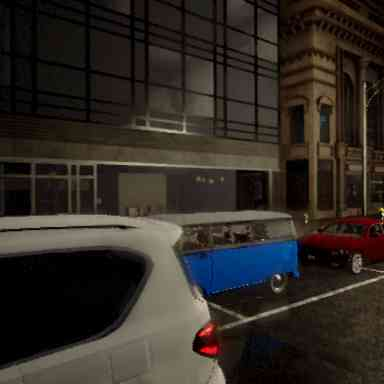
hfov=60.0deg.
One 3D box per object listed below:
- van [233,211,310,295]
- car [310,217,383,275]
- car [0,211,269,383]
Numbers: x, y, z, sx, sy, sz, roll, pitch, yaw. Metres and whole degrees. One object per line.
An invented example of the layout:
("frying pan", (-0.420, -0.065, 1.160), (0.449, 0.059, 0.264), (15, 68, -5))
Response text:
("van", (0.481, 1.321, 6.995), (3.998, 1.788, 1.690), (0, 0, -35))
("car", (5.042, 1.499, 10.248), (4.507, 1.381, 1.887), (0, 0, -35))
("car", (-2.358, 1.225, 1.673), (5.566, 2.045, 2.150), (0, 0, -35))
